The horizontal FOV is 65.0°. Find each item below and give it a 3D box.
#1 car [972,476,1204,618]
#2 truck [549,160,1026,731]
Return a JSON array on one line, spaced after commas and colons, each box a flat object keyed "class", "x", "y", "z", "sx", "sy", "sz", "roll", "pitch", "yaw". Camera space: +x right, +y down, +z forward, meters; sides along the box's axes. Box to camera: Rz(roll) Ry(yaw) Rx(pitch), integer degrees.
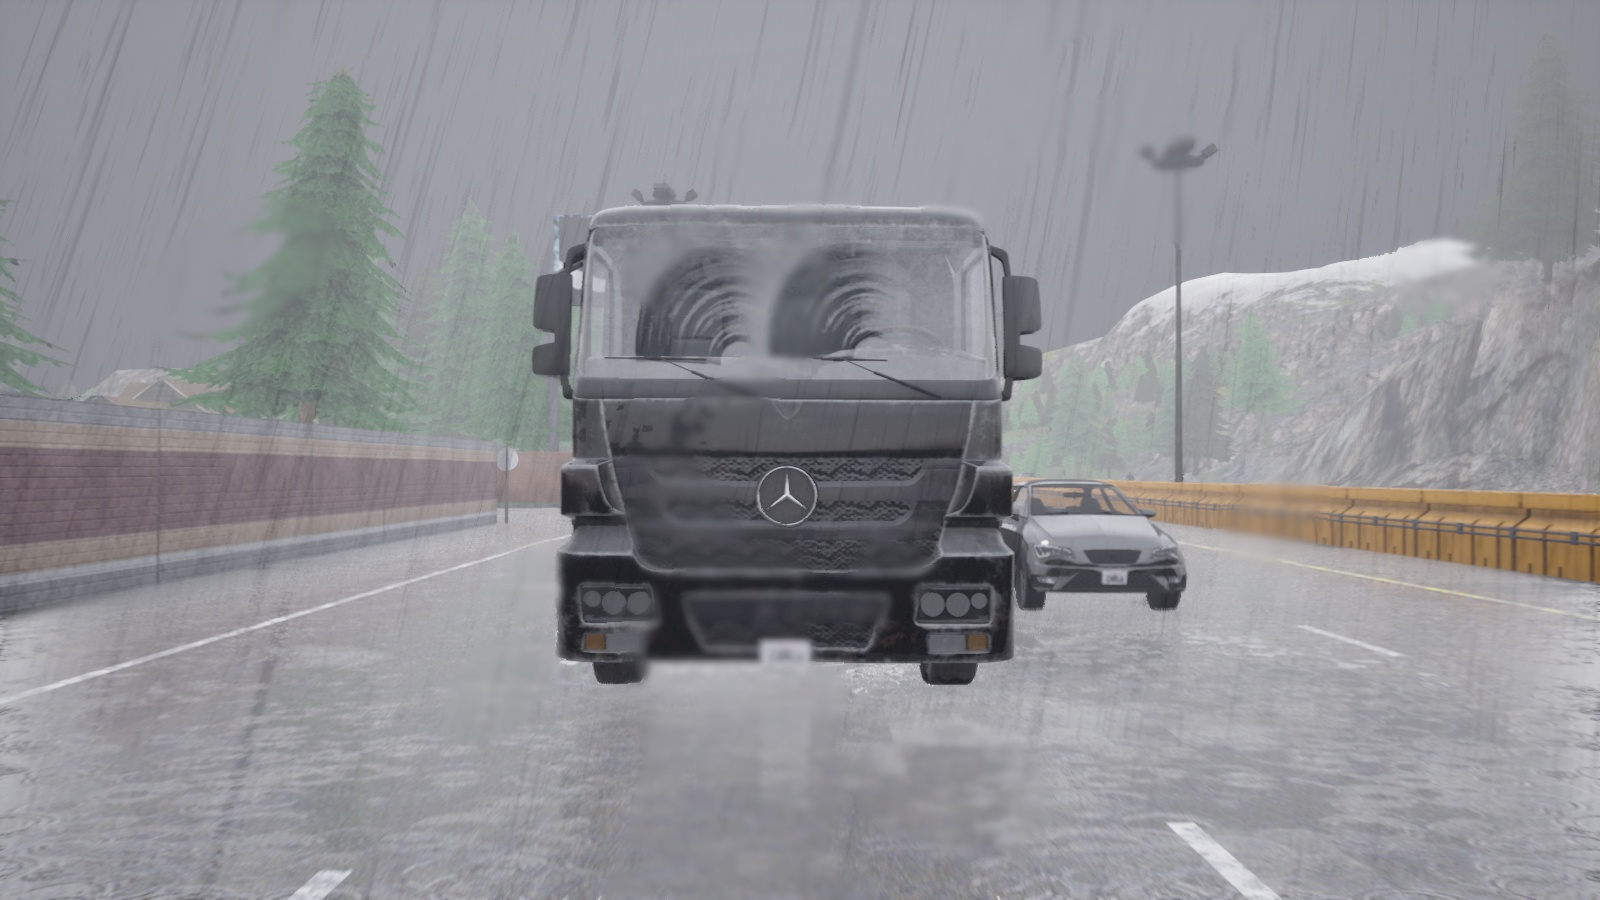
[{"class": "car", "x": 3.334, "y": 1.071, "z": 15.386, "sx": 1.816, "sy": 1.474, "sz": 4.193, "roll": 0, "pitch": -1, "yaw": -1}, {"class": "truck", "x": -0.125, "y": 0.028, "z": 11.609, "sx": 2.891, "sy": 3.462, "sz": 7.936, "roll": 0, "pitch": -1, "yaw": -1}]
